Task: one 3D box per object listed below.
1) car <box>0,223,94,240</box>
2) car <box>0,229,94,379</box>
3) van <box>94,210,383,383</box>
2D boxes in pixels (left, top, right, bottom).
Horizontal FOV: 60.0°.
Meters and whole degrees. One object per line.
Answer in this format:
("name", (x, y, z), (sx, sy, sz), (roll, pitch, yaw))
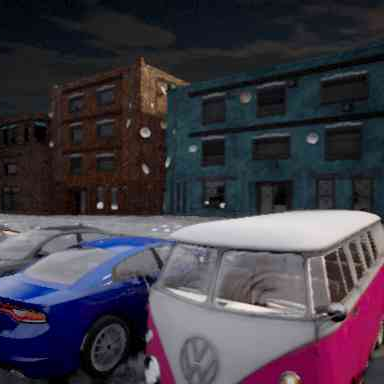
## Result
("car", (-3.218, 1.539, 7.457), (2.097, 1.535, 5.008), (-1, 0, 36))
("car", (-0.960, 1.515, 5.830), (2.097, 1.535, 5.008), (-1, 0, 36))
("van", (1.238, 1.266, 4.122), (1.878, 1.987, 4.442), (-1, 0, 36))
